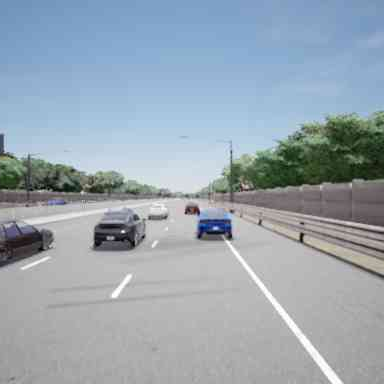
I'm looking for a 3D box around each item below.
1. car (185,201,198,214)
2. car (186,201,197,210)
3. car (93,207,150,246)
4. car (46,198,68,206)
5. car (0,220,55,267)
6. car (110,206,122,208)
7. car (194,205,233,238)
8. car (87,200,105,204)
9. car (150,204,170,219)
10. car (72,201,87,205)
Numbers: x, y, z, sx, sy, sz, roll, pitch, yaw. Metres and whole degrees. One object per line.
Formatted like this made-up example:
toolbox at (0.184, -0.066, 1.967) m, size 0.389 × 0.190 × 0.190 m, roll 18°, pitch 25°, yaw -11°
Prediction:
car at (0.033, 2.083, 44.375) m, size 1.882 × 1.535 × 5.008 m, roll 0°, pitch -1°, yaw 0°
car at (-0.045, 2.356, 58.858) m, size 1.812 × 1.442 × 4.674 m, roll 0°, pitch -1°, yaw 0°
car at (-3.413, 1.717, 16.334) m, size 1.837 × 1.490 × 4.892 m, roll 0°, pitch -1°, yaw 0°
car at (-24.556, 2.081, 60.706) m, size 2.150 × 2.045 × 5.566 m, roll 0°, pitch -1°, yaw 0°
car at (-6.903, 1.702, 12.009) m, size 2.033 × 1.411 × 5.357 m, roll 0°, pitch -1°, yaw 0°
car at (-6.924, 2.024, 31.791) m, size 1.895 × 1.301 × 4.718 m, roll 0°, pitch -1°, yaw 0°
car at (1.211, 1.731, 19.392) m, size 1.882 × 1.535 × 5.008 m, roll 0°, pitch -1°, yaw 0°
car at (-17.559, 2.246, 62.639) m, size 2.097 × 1.767 × 4.553 m, roll 0°, pitch -1°, yaw 0°
car at (-3.427, 1.987, 34.491) m, size 1.812 × 1.442 × 4.674 m, roll 0°, pitch -1°, yaw 0°
car at (-21.051, 2.434, 62.453) m, size 2.033 × 1.411 × 5.357 m, roll 0°, pitch -1°, yaw 0°
